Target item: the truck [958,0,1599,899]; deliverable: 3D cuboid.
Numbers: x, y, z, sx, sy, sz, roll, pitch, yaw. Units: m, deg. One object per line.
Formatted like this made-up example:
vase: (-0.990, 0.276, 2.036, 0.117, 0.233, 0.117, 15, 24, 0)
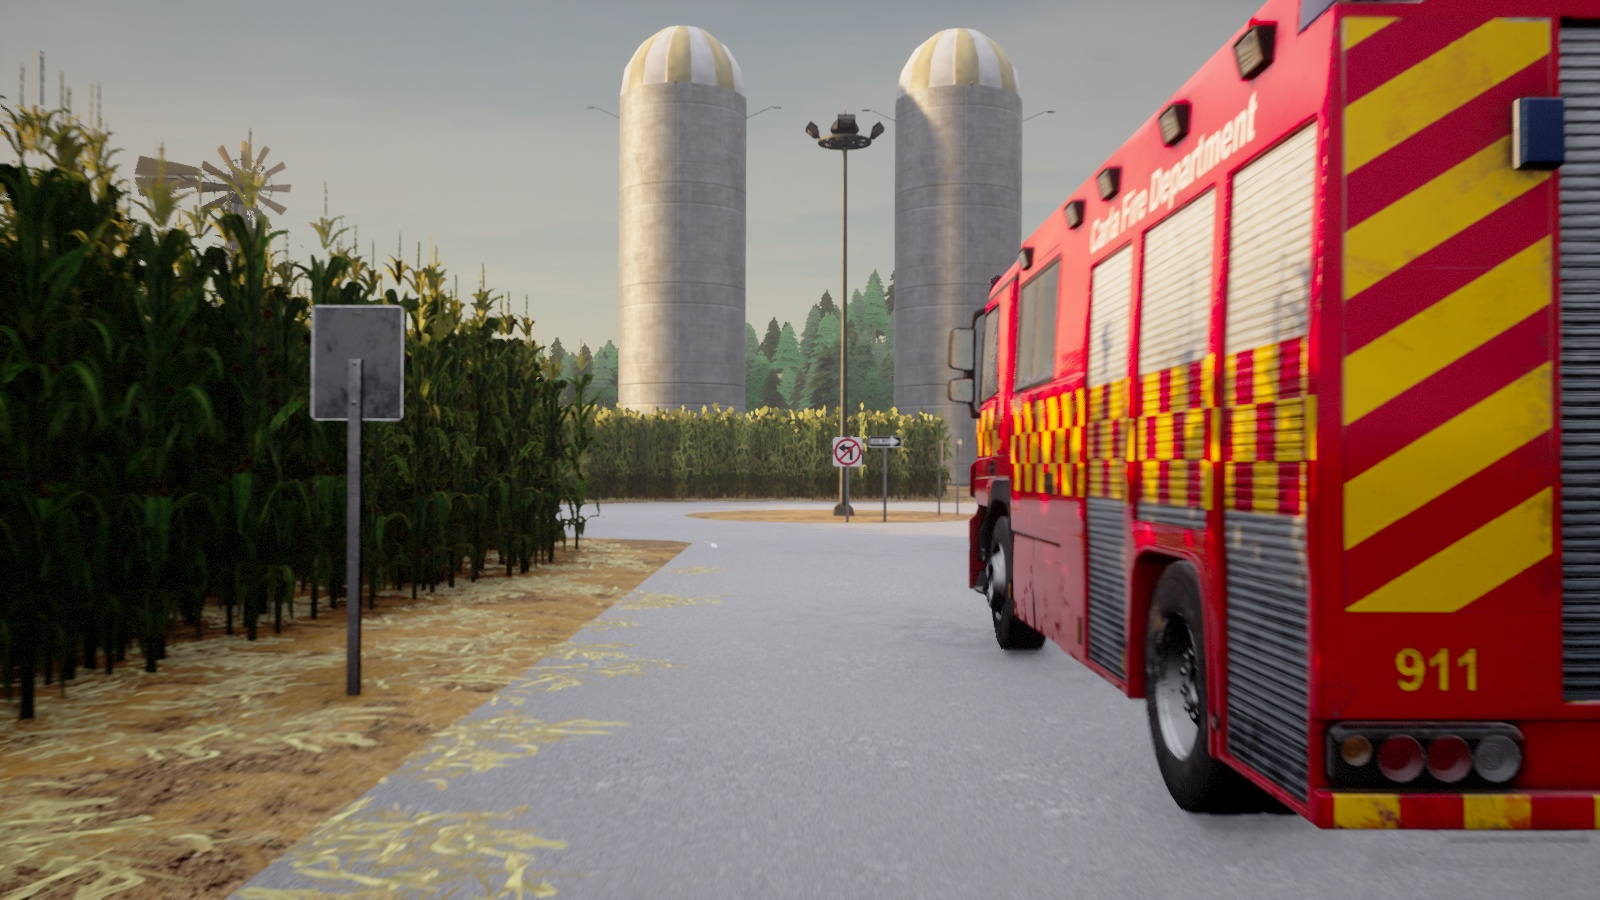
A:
truck: (3.074, -0.243, 8.524, 2.891, 3.827, 8.468, 0, -1, 0)
